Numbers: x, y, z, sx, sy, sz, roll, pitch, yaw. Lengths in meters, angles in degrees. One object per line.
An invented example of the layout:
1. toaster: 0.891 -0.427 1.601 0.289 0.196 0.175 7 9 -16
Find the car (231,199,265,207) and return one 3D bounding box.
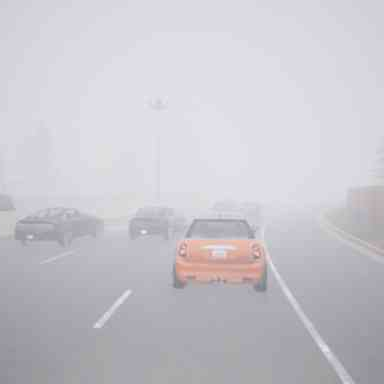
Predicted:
1. car: 4.968 1.470 27.945 2.033 1.411 5.357 0 0 19

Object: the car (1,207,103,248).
1. car: -5.523 1.414 14.514 2.128 1.511 4.902 0 0 9

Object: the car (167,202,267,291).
1. car: 0.801 1.322 9.204 2.097 1.767 4.553 0 0 6

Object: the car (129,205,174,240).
1. car: -1.615 1.438 16.597 1.837 1.490 4.892 0 0 11

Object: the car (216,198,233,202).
1. car: 3.628 1.372 34.083 1.882 1.535 5.008 0 0 22
